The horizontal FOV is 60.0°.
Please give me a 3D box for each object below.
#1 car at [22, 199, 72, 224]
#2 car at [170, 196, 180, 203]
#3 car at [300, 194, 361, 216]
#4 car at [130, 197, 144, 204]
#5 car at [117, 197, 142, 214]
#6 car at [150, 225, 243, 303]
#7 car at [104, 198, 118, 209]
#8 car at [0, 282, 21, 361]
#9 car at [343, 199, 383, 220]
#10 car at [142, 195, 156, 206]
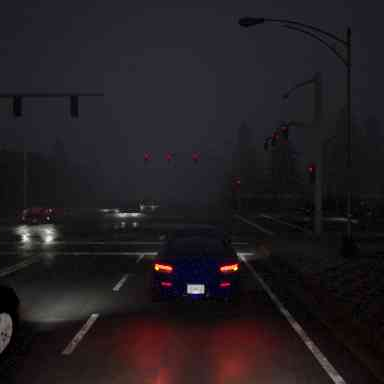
[{"bbox_3d":[-10.628,1.351,24.686,2.097,1.767,4.553,0,0,0],"label":"car"},{"bbox_3d":[-3.479,1.477,69.609,1.882,1.535,5.008,0,0,0],"label":"car"},{"bbox_3d":[13.063,1.222,31.118,5.566,2.045,2.150,0,0,0],"label":"car"},{"bbox_3d":[-10.573,1.631,63.870,1.895,1.301,4.718,0,0,0],"label":"car"},{"bbox_3d":[-6.677,1.564,35.966,1.994,1.385,4.181,0,0,-8],"label":"car"},{"bbox_3d":[0.131,1.526,8.100,1.812,1.442,4.674,0,0,2],"label":"car"},{"bbox_3d":[-10.647,1.525,45.450,1.812,1.442,4.674,0,0,0],"label":"car"},{"bbox_3d":[-3.442,1.505,2.966,1.837,1.490,4.892,0,0,0],"label":"car"},{"bbox_3d":[15.885,1.547,27.619,5.357,1.411,2.033,0,0,0],"label":"car"},{"bbox_3d":[-7.136,1.352,54.997,2.097,1.767,4.553,0,0,0],"label":"car"}]
